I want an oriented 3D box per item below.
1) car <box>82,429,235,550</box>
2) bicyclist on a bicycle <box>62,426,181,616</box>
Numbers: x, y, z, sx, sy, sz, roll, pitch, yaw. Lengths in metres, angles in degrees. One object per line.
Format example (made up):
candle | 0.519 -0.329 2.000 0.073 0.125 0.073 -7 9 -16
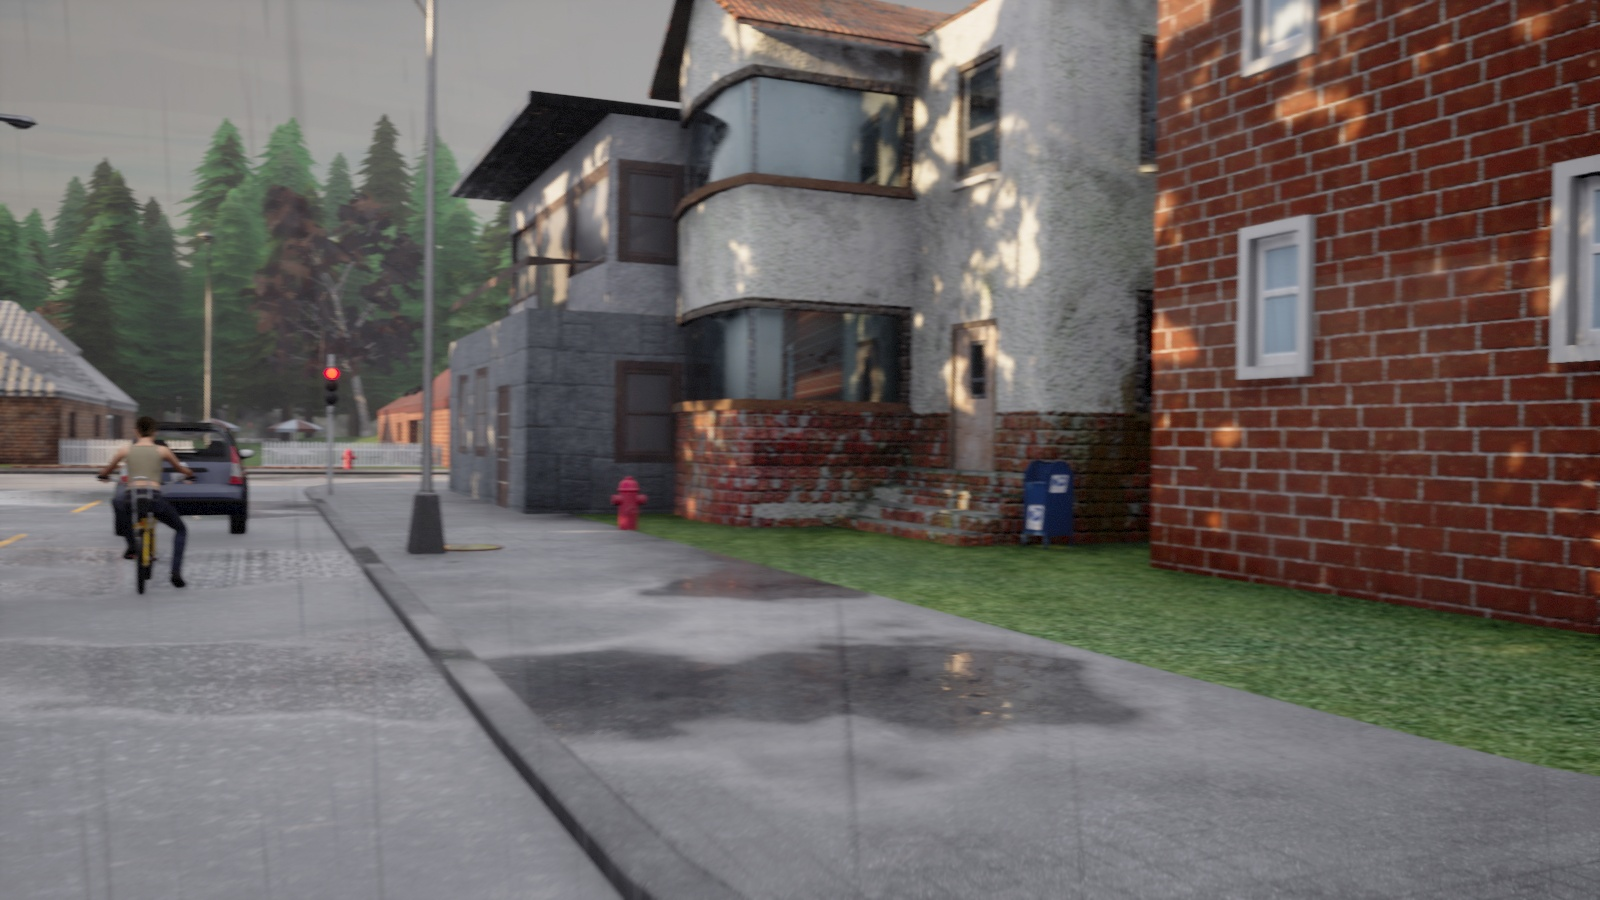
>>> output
car | -9.562 0.510 18.978 1.851 1.617 3.988 0 1 -24
bicyclist on a bicycle | -6.252 0.596 11.653 0.866 1.612 1.509 -1 2 -25
